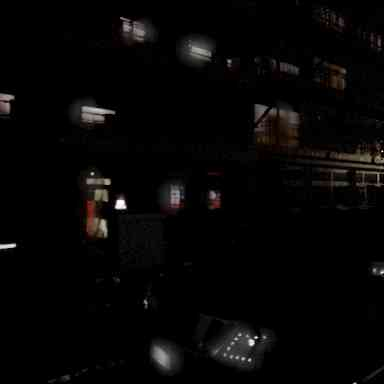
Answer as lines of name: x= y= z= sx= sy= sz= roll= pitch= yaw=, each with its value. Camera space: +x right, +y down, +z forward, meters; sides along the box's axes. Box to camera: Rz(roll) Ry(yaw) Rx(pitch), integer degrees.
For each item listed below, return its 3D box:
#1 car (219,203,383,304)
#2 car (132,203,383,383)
car: x=3.352 y=1.310 z=8.952 sx=5.009 sy=1.841 sz=2.192 roll=0 pitch=0 yaw=-36
car: x=1.959 y=1.219 z=4.778 sx=5.566 sy=2.045 sz=2.150 roll=0 pitch=0 yaw=-35
